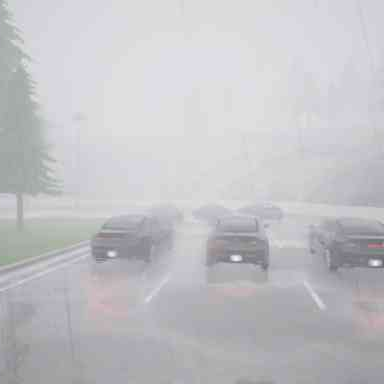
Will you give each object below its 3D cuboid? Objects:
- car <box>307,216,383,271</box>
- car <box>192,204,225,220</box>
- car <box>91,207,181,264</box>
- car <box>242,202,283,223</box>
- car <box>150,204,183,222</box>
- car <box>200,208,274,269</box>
[{"bbox_3d":[5.039,1.536,10.824,1.837,1.490,4.892,0,0,9],"label":"car"},{"bbox_3d":[1.515,1.593,25.814,1.994,1.385,4.181,0,0,-20],"label":"car"},{"bbox_3d":[-1.881,1.509,11.879,1.837,1.490,4.892,0,0,9],"label":"car"},{"bbox_3d":[5.176,1.535,25.897,2.128,1.511,4.902,0,0,-17],"label":"car"},{"bbox_3d":[-2.266,1.577,25.427,1.994,1.385,4.181,0,0,-26],"label":"car"},{"bbox_3d":[1.578,1.522,11.347,1.837,1.490,4.892,0,0,9],"label":"car"}]
